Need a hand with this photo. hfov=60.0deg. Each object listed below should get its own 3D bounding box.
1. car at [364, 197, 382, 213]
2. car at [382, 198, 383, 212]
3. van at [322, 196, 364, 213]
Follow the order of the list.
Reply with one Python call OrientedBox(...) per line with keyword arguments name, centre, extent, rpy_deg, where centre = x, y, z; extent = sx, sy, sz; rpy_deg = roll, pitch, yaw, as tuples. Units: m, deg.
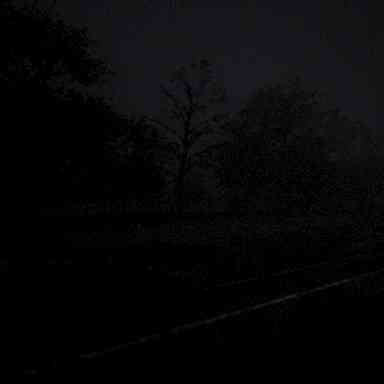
OrientedBox(name="car", centre=(20.870, 1.595, 43.229), extent=(2.435, 2.045, 5.566), rpy_deg=(2, -1, -35))
OrientedBox(name="car", centre=(23.242, 1.927, 44.657), extent=(1.946, 1.575, 5.366), rpy_deg=(2, -1, -35))
OrientedBox(name="van", centre=(18.462, 1.545, 41.625), extent=(1.878, 1.987, 4.442), rpy_deg=(2, -1, -35))
